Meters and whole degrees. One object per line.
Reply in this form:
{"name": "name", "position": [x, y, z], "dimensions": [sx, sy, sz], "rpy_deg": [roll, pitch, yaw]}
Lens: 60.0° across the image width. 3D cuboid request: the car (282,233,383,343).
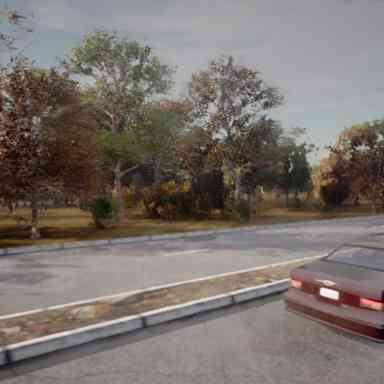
{"name": "car", "position": [4.051, 1.526, 6.328], "dimensions": [5.357, 1.411, 2.033], "rpy_deg": [0, 0, -35]}
